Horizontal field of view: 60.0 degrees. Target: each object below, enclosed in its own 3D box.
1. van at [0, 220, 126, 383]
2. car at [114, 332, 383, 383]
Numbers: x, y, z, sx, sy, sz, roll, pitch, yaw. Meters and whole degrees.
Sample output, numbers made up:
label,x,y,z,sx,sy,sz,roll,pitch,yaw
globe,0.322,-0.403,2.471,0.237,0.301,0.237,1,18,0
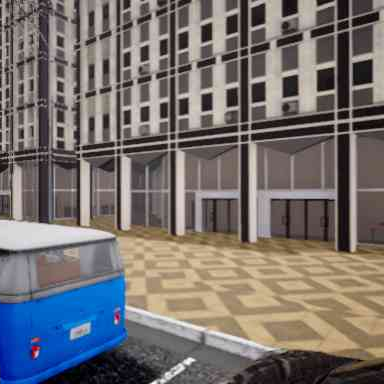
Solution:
label,x,y,z,sx,sy,sz,roll,pitch,yaw
van,-2.774,1.341,4.856,3.998,1.788,1.690,0,0,35
car,1.862,1.566,1.549,4.313,1.339,1.947,0,0,35
